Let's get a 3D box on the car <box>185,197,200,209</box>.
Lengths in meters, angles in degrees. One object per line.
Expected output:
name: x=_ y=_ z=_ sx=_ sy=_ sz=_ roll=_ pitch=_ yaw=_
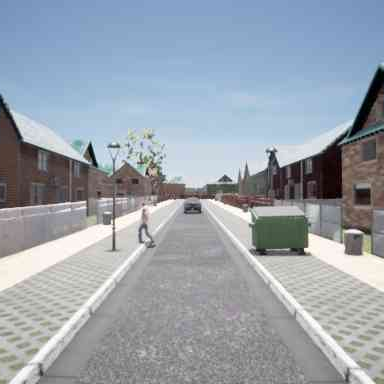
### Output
car: x=0.075 y=1.499 z=46.667 sx=1.882 sy=1.535 sz=5.008 roll=0 pitch=0 yaw=0

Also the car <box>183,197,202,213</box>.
car: x=0.087 y=1.522 z=36.602 sx=1.837 sy=1.490 sz=4.892 roll=0 pitch=0 yaw=0

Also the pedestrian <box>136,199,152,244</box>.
pedestrian: x=-1.935 y=1.147 z=13.449 sx=0.375 sy=1.860 sz=0.375 roll=2 pitch=-2 yaw=-6

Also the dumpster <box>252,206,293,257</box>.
dumpster: x=2.987 y=1.401 z=12.523 sx=1.020 sy=1.700 sz=1.940 roll=-1 pitch=-1 yaw=0
